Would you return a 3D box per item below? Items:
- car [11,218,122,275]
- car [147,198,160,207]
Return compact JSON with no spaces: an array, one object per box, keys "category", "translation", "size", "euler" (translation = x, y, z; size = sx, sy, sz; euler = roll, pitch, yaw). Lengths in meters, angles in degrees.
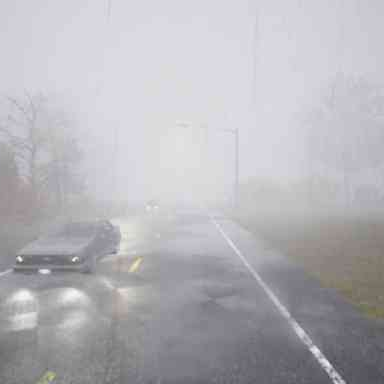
[{"category":"car","translation":[-3.609,1.574,10.819],"size":[2.033,1.411,5.357],"euler":[0,0,0]},{"category":"car","translation":[-6.229,1.639,53.429],"size":[1.994,1.385,4.181],"euler":[0,0,-6]}]
